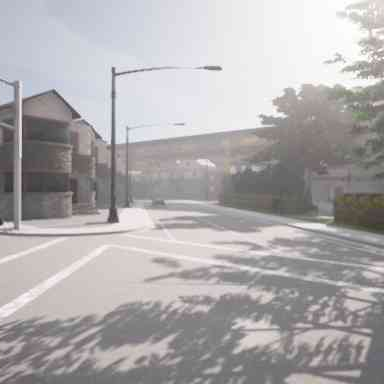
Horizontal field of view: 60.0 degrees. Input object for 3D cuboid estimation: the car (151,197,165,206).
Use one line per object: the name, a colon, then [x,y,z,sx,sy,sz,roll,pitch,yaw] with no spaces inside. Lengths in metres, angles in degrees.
car: [-5.309,1.441,51.776,2.033,1.411,5.357,0,0,-10]
